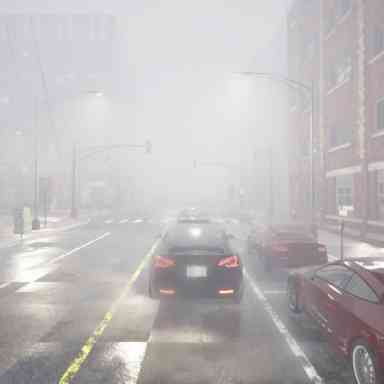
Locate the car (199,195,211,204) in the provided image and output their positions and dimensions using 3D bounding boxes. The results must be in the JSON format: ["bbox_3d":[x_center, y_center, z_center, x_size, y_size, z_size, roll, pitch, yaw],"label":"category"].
[{"bbox_3d":[2.591,1.544,59.830,1.752,1.417,4.829,1,0,0],"label":"car"}]

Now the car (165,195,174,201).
[{"bbox_3d":[-5.840,1.582,87.945,2.008,1.369,4.403,1,0,0],"label":"car"}]

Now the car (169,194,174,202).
[{"bbox_3d":[-5.820,1.607,76.641,1.802,1.307,4.206,1,0,0],"label":"car"}]

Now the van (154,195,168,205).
[{"bbox_3d":[-5.785,1.359,59.684,1.690,1.788,3.998,1,0,0],"label":"van"}]

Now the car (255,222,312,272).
[{"bbox_3d":[2.818,1.585,10.407,1.802,1.307,4.206,1,0,0],"label":"car"}]

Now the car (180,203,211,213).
[{"bbox_3d":[0.068,1.552,17.721,2.033,1.411,5.357,0,0,-1],"label":"car"}]

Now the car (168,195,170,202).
[{"bbox_3d":[-5.799,1.602,65.336,1.802,1.307,4.206,1,0,0],"label":"car"}]

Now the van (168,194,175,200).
[{"bbox_3d":[-5.847,1.376,93.598,1.690,1.788,3.998,1,0,0],"label":"van"}]

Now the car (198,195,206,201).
[{"bbox_3d":[2.540,1.597,87.921,1.947,1.339,4.313,1,0,0],"label":"car"}]

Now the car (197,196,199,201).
[{"bbox_3d":[2.550,1.573,82.270,1.887,1.381,4.507,1,0,0],"label":"car"}]

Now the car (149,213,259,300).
[{"bbox_3d":[0.085,1.506,8.449,2.163,1.488,4.792,0,0,0],"label":"car"}]

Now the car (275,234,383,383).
[{"bbox_3d":[2.659,1.583,4.751,1.802,1.307,4.206,1,0,0],"label":"car"}]

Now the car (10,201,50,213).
[{"bbox_3d":[-18.782,1.730,38.750,4.313,1.339,1.947,0,-1,0],"label":"car"}]
